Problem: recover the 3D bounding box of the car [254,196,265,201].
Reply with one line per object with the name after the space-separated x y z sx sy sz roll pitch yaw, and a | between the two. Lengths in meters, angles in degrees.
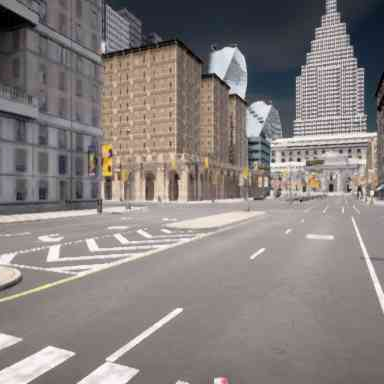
16.953 1.564 84.001 1.895 1.301 4.718 0 0 24 | car
